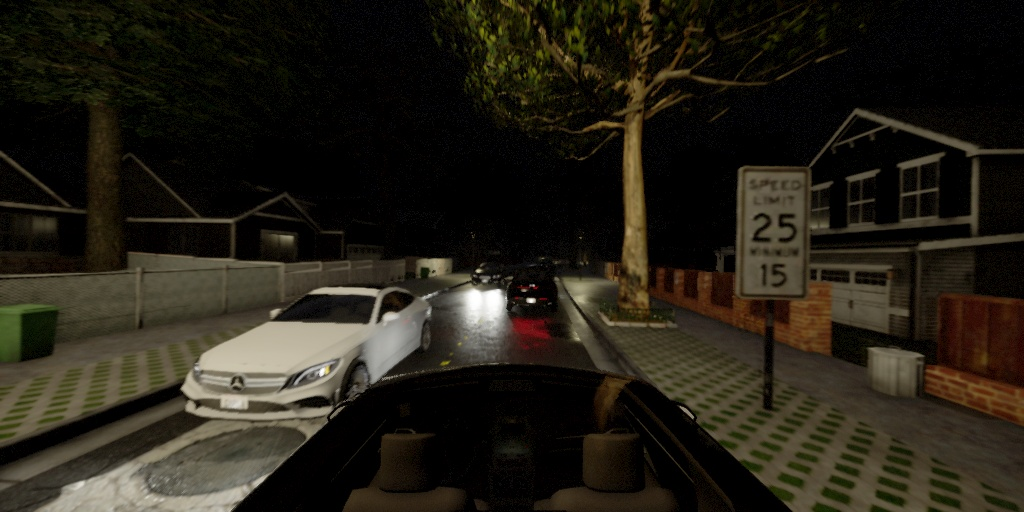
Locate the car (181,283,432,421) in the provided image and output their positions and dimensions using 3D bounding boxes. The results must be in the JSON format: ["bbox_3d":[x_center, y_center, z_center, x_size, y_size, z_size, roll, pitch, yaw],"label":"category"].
[{"bbox_3d":[-2.675,1.218,5.963,1.812,1.442,4.674,1,0,3],"label":"car"}]

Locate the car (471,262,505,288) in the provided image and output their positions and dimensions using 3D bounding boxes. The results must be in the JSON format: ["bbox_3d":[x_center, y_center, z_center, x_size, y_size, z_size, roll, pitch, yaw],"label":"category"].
[{"bbox_3d":[-1.343,1.177,23.288,2.128,1.511,4.902,1,0,6],"label":"car"}]

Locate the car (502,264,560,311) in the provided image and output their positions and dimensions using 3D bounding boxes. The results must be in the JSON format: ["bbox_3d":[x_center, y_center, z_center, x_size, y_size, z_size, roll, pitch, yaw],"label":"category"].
[{"bbox_3d":[0.838,1.248,14.484,1.837,1.490,4.892,1,0,4],"label":"car"}]

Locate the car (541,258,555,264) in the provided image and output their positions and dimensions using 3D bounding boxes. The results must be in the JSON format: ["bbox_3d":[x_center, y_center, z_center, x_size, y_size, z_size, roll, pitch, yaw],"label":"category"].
[{"bbox_3d":[4.753,1.307,47.811,1.994,1.385,4.181,1,0,9],"label":"car"}]
